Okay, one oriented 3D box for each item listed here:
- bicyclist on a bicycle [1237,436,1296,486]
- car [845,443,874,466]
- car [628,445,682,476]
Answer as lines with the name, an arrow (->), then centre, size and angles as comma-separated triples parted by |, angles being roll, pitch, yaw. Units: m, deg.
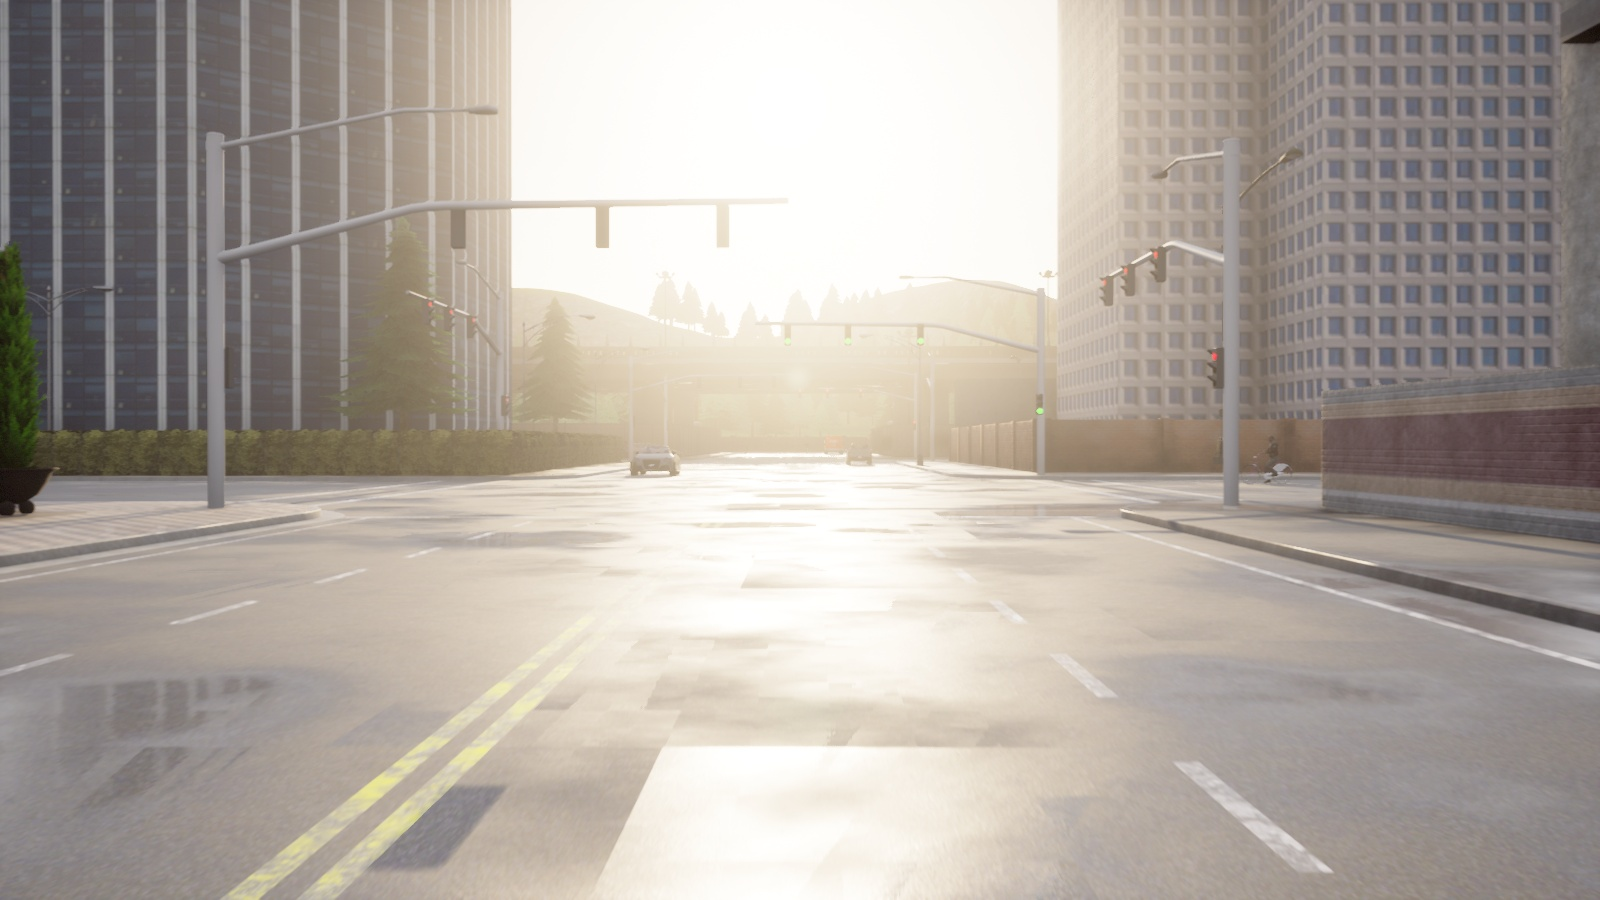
bicyclist on a bicycle -> 16.595, 0.379, 44.659 | 1.843, 1.776, 0.659 | 0, 0, 1
car -> 4.000, 0.283, 85.308 | 1.845, 1.501, 3.633 | 0, 0, 0
car -> -6.655, 0.477, 58.139 | 1.994, 1.385, 4.181 | 0, 0, 0
